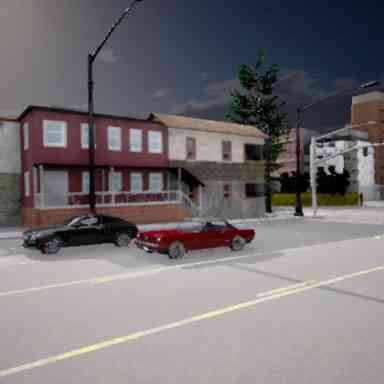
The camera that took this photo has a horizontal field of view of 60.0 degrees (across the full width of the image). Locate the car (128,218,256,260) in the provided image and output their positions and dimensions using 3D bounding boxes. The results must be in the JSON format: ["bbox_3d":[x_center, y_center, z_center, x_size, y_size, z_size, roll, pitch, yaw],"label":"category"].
[{"bbox_3d":[0.196,1.683,12.865,4.718,1.301,1.895,1,-1,-37],"label":"car"}]

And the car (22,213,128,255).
[{"bbox_3d":[-4.443,1.606,13.783,4.674,1.442,1.812,0,0,-37],"label":"car"}]
